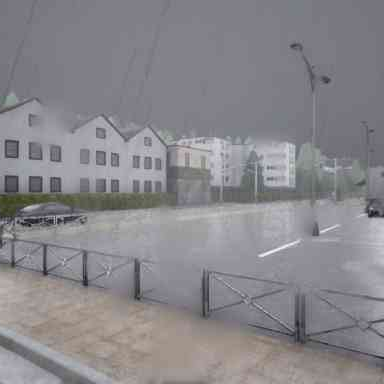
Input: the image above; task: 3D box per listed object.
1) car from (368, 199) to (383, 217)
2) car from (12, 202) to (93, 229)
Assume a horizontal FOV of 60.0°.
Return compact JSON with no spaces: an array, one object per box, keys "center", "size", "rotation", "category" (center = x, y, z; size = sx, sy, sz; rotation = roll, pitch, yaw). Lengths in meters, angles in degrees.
[{"center":[15.454,1.298,26.789],"size":[2.007,1.523,4.514],"rotation":[0,0,35],"category":"car"},{"center":[-8.154,1.334,19.827],"size":[1.812,1.442,4.674],"rotation":[0,0,35],"category":"car"}]
